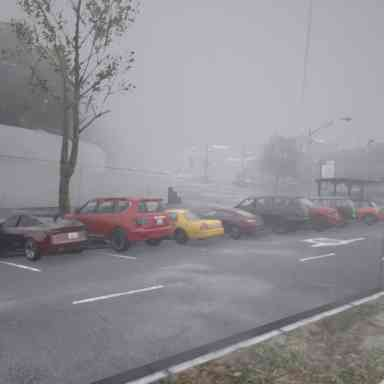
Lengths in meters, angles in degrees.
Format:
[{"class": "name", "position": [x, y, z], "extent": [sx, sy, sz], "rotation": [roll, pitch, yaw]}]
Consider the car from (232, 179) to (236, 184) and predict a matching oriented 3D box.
[{"class": "car", "position": [10.710, -2.321, 75.152], "extent": [2.002, 1.452, 4.674], "rotation": [7, 3, 35]}]

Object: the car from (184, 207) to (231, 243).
[{"class": "car", "position": [-1.108, 1.502, 15.938], "extent": [5.366, 1.575, 1.946], "rotation": [-1, -1, 35]}]

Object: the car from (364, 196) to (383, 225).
[{"class": "car", "position": [11.383, 1.401, 24.454], "extent": [4.553, 1.767, 2.185], "rotation": [-1, -1, 35]}]

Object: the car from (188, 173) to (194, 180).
[{"class": "car", "position": [1.953, -3.854, 87.384], "extent": [2.185, 1.767, 4.553], "rotation": [6, 3, 34]}]

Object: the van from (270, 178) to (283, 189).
[{"class": "van", "position": [17.592, -1.495, 65.171], "extent": [1.878, 1.987, 4.442], "rotation": [7, 4, 35]}]

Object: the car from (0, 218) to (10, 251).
[{"class": "car", "position": [-8.290, 1.492, 10.615], "extent": [4.892, 1.521, 2.231], "rotation": [-1, -1, 34]}]

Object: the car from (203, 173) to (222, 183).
[{"class": "car", "position": [5.600, -3.180, 82.660], "extent": [1.946, 1.575, 5.366], "rotation": [7, 3, 34]}]

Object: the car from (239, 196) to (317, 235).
[{"class": "car", "position": [3.924, 1.261, 19.326], "extent": [5.566, 2.045, 2.435], "rotation": [-1, -1, 35]}]

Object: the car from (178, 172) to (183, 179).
[{"class": "car", "position": [-1.551, -4.366, 92.199], "extent": [2.435, 2.045, 5.566], "rotation": [1, -1, 34]}]

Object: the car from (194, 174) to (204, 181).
[{"class": "car", "position": [3.748, -3.702, 84.919], "extent": [2.435, 2.045, 5.566], "rotation": [7, 3, 34]}]

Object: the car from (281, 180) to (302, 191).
[{"class": "car", "position": [19.353, -0.996, 62.809], "extent": [2.231, 1.521, 4.892], "rotation": [7, 3, 35]}]

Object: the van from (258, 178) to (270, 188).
[{"class": "van", "position": [15.861, -1.768, 67.641], "extent": [1.878, 1.987, 4.442], "rotation": [7, 4, 35]}]

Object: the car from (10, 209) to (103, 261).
[{"class": "car", "position": [-5.871, 1.523, 12.363], "extent": [4.792, 1.488, 2.163], "rotation": [-1, -1, 35]}]

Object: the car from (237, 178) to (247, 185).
[{"class": "car", "position": [12.453, -2.047, 72.691], "extent": [2.002, 1.452, 4.674], "rotation": [7, 4, 35]}]

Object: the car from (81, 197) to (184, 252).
[{"class": "car", "position": [-3.427, 1.247, 14.109], "extent": [5.566, 2.045, 2.435], "rotation": [-1, -1, 34]}]

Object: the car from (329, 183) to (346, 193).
[{"class": "car", "position": [24.567, -0.430, 55.426], "extent": [2.435, 2.045, 5.566], "rotation": [7, 3, 35]}]

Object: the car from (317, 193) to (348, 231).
[{"class": "car", "position": [6.437, 1.265, 21.032], "extent": [5.566, 2.045, 2.435], "rotation": [-1, -1, 35]}]

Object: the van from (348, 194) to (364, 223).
[{"class": "van", "position": [8.974, 1.295, 22.703], "extent": [4.442, 1.987, 1.878], "rotation": [-1, -1, 35]}]

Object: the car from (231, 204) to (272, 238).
[{"class": "car", "position": [1.498, 1.547, 17.567], "extent": [4.674, 1.452, 2.002], "rotation": [-1, -1, 35]}]

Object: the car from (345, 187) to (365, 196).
[{"class": "car", "position": [26.259, 0.133, 52.955], "extent": [2.002, 1.452, 4.674], "rotation": [7, 3, 35]}]

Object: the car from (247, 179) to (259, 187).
[{"class": "car", "position": [14.286, -1.816, 70.372], "extent": [1.946, 1.575, 5.366], "rotation": [7, 3, 35]}]

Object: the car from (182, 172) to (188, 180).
[{"class": "car", "position": [0.222, -4.089, 89.853], "extent": [2.185, 1.767, 4.553], "rotation": [4, 1, 33]}]
